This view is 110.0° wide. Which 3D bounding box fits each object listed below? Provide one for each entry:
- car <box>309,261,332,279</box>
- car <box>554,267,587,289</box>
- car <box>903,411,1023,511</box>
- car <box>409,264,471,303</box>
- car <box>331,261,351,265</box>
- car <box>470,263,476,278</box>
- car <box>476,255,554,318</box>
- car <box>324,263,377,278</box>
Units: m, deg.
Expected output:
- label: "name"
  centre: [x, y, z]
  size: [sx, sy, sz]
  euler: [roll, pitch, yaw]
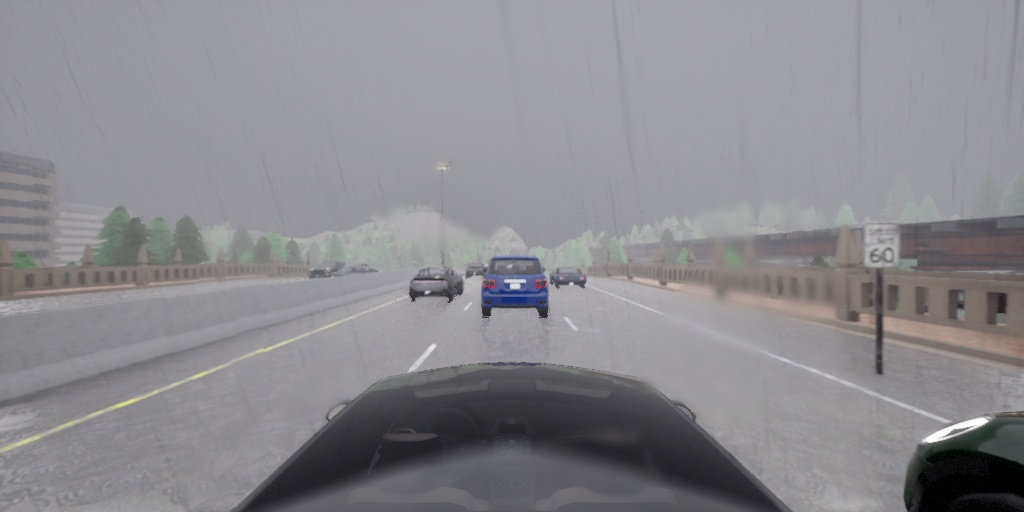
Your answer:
- label: "car"
  centre: [-17.614, 1.277, 34.769]
  size: [2.097, 1.767, 4.553]
  euler: [0, -2, 0]
- label: "car"
  centre: [3.584, 1.392, 23.811]
  size: [1.895, 1.301, 4.718]
  euler: [0, 0, 0]
- label: "car"
  centre: [3.582, 1.098, 0.389]
  size: [2.097, 1.767, 4.553]
  euler: [0, 0, 0]
- label: "car"
  centre: [-3.412, 1.271, 16.894]
  size: [2.128, 1.511, 4.902]
  euler: [0, 0, 0]
- label: "car"
  centre: [-14.116, 1.371, 32.668]
  size: [1.837, 1.490, 4.892]
  euler: [0, -1, 0]
- label: "car"
  centre: [-3.424, 1.438, 35.155]
  size: [1.837, 1.490, 4.892]
  euler: [0, -2, 0]
- label: "car"
  centre: [0.091, 0.993, 13.280]
  size: [2.150, 2.045, 5.566]
  euler: [0, 0, 0]
- label: "car"
  centre: [-10.615, 1.395, 24.691]
  size: [1.895, 1.301, 4.718]
  euler: [0, 0, 0]
